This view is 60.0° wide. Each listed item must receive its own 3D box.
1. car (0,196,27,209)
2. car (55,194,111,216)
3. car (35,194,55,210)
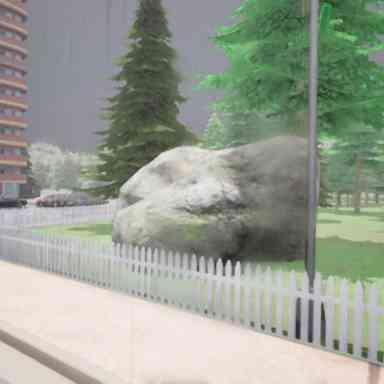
[{"bbox_3d":[-18.116,1.005,31.531,1.895,1.301,4.718,1,1,17],"label":"car"},{"bbox_3d":[-8.580,0.922,27.404,2.097,1.767,4.553,1,1,20],"label":"car"},{"bbox_3d":[-13.898,0.913,34.096,1.882,1.535,5.008,1,1,11],"label":"car"}]
